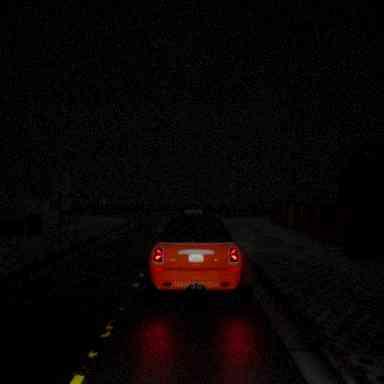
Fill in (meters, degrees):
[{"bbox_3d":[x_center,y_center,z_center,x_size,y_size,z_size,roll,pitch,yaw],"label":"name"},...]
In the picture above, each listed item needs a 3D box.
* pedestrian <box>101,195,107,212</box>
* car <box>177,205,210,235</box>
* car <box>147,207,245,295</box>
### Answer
[{"bbox_3d":[-9.726,1.246,36.796,0.375,1.860,0.375,0,-1,0],"label":"pedestrian"},{"bbox_3d":[0.071,1.626,20.608,1.812,1.442,4.674,0,0,0],"label":"car"},{"bbox_3d":[0.091,1.395,8.995,2.097,1.767,4.553,0,0,0],"label":"car"}]
